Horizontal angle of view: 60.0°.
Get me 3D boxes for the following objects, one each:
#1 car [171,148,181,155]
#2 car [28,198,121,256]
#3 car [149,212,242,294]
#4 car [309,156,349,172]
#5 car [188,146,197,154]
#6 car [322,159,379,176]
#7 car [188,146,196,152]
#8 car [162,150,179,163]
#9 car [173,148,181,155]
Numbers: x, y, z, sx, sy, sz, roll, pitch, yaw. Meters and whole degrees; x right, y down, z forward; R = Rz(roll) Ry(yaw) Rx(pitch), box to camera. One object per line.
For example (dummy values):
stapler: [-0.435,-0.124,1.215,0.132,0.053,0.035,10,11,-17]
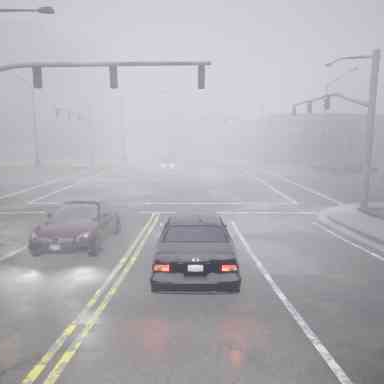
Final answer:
car: [-3.470,-9.056,74.486,2.033,1.411,5.357,0,9,0]
car: [-3.595,0.980,11.025,1.812,1.442,4.674,0,5,0]
car: [0.077,1.216,8.422,2.033,1.411,5.357,0,4,0]
car: [15.568,-3.199,37.351,4.553,1.767,2.097,0,9,0]
car: [0.033,-10.329,81.110,2.097,1.767,4.553,0,9,0]
car: [16.262,-2.391,33.937,4.718,1.301,1.895,0,9,-1]
car: [0.037,-11.817,91.168,1.994,1.385,4.181,0,9,0]
car: [-3.575,-5.312,51.547,2.033,1.411,5.357,0,9,0]
car: [-3.528,-7.234,63.069,1.837,1.490,4.892,0,10,0]
